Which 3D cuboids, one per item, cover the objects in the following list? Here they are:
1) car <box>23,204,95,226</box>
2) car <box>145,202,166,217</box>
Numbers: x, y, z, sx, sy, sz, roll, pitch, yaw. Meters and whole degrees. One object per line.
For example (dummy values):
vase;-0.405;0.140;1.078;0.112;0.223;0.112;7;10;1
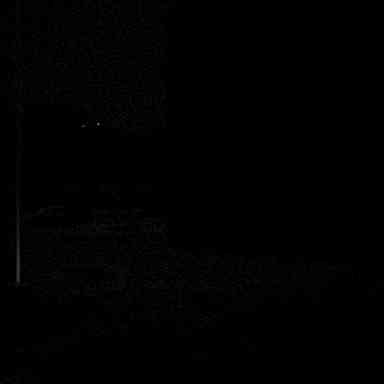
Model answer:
car;-9.064;1.531;23.089;1.752;1.417;4.829;-1;-1;35
car;-2.641;1.647;32.120;1.947;1.339;4.313;-1;-1;35
